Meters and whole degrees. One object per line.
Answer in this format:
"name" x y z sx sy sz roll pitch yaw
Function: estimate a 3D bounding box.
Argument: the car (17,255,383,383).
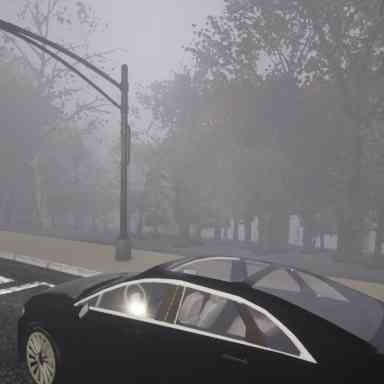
"car" 0.017 1.491 3.688 4.902 1.511 2.128 0 0 34
